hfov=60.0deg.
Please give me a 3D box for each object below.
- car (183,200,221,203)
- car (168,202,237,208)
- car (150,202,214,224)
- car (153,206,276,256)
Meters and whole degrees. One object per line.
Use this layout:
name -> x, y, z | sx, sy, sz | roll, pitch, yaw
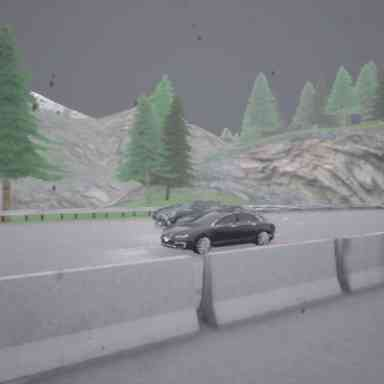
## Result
car -> 0.072, 1.279, 20.554 | 4.553, 1.767, 2.097 | 0, 0, -31
car -> 1.499, 1.447, 17.381 | 4.892, 1.490, 1.837 | 0, 0, -31
car -> -0.707, 1.477, 24.167 | 4.181, 1.385, 1.994 | 0, 0, -31
car -> 1.146, 1.462, 13.055 | 4.892, 1.490, 1.837 | 0, -1, -32
